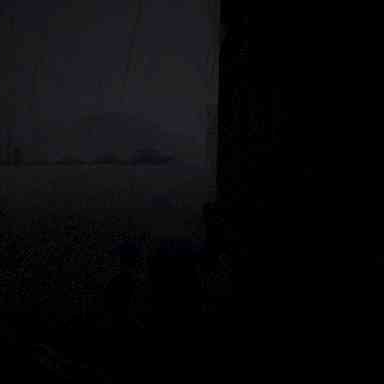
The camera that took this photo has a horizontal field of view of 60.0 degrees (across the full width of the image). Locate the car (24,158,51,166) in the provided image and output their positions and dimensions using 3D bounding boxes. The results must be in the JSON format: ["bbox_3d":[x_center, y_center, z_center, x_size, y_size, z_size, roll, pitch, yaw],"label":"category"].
[{"bbox_3d":[-18.946,-3.704,42.846,4.674,1.452,2.002,2,1,28],"label":"car"}]

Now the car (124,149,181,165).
[{"bbox_3d":[-3.932,-3.514,35.610,5.566,2.045,2.435,2,1,25],"label":"car"}]

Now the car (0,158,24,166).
[{"bbox_3d":[-23.810,-3.853,45.452,4.792,1.488,2.163,2,1,29],"label":"car"}]

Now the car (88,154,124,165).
[{"bbox_3d":[-9.033,-3.570,37.948,4.553,1.767,2.185,2,1,26],"label":"car"}]

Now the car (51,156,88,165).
[{"bbox_3d":[-14.114,-3.605,40.389,4.892,1.521,2.231,2,1,27],"label":"car"}]
